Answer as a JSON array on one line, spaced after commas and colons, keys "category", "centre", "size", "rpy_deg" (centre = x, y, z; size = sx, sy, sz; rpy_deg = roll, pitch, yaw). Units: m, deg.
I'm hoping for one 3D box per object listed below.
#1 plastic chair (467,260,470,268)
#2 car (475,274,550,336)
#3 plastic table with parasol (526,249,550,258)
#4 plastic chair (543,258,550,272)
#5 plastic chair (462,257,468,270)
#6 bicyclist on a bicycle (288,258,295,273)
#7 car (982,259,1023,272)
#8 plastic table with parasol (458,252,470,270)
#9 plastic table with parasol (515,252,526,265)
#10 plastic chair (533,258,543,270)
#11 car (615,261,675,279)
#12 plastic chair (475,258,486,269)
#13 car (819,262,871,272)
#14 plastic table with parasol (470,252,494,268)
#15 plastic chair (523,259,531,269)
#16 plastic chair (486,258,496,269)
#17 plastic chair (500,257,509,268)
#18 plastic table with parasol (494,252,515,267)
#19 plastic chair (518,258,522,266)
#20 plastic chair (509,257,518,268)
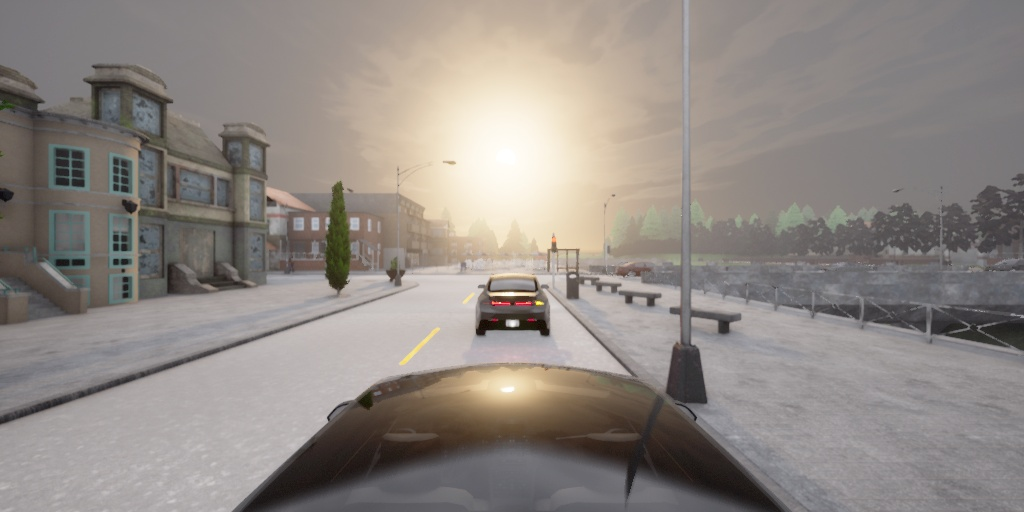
[{"category": "plastic chair", "centre": [-5.563, 1.219, 50.888], "size": [0.730, 1.272, 0.750], "rpy_deg": [0, 0, 0]}, {"category": "car", "centre": [0.034, 1.244, 10.388], "size": [1.837, 1.490, 4.892], "rpy_deg": [0, 0, 1]}, {"category": "plastic table with parasol", "centre": [3.577, 0.616, 50.059], "size": [2.482, 2.480, 2.482], "rpy_deg": [0, 0, 0]}, {"category": "plastic chair", "centre": [4.837, 1.220, 49.889], "size": [0.730, 1.272, 0.750], "rpy_deg": [0, 0, 0]}, {"category": "plastic chair", "centre": [-7.060, 1.213, 56.220], "size": [0.750, 1.272, 0.730], "rpy_deg": [0, 0, -1]}, {"category": "bicyclist on a bicycle", "centre": [-24.193, 1.053, 39.179], "size": [0.582, 1.620, 1.656], "rpy_deg": [0, 0, 0]}, {"category": "car", "centre": [49.008, 1.015, 34.901], "size": [4.892, 1.490, 1.837], "rpy_deg": [0, 0, 0]}, {"category": "plastic table with parasol", "centre": [-7.134, 0.607, 57.398], "size": [2.482, 2.480, 2.482], "rpy_deg": [0, 0, 0]}, {"category": "plastic table with parasol", "centre": [1.155, 0.598, 65.399], "size": [2.482, 2.480, 2.482], "rpy_deg": [0, 0, 0]}, {"category": "plastic chair", "centre": [3.437, 1.222, 48.789], "size": [0.750, 1.272, 0.730], "rpy_deg": [0, 0, 0]}, {"category": "car", "centre": [11.519, 1.192, 31.007], "size": [5.008, 1.535, 1.882], "rpy_deg": [0, 0, 2]}, {"category": "plastic chair", "centre": [-4.363, 1.221, 49.588], "size": [0.750, 1.272, 0.730], "rpy_deg": [0, 0, 0]}, {"category": "car", "centre": [32.349, 1.273, 34.991], "size": [4.181, 1.385, 1.994], "rpy_deg": [0, 0, 0]}, {"category": "plastic table with parasol", "centre": [-4.243, 0.615, 50.808], "size": [2.482, 2.480, 2.482], "rpy_deg": [0, 0, 0]}, {"category": "plastic chair", "centre": [2.237, 1.220, 50.089], "size": [0.730, 1.272, 0.750], "rpy_deg": [0, 0, 0]}, {"category": "plastic chair", "centre": [-2.963, 1.220, 50.688], "size": [0.730, 1.272, 0.750], "rpy_deg": [0, 0, 0]}, {"category": "plastic chair", "centre": [-1.264, 1.212, 56.588], "size": [0.750, 1.272, 0.730], "rpy_deg": [0, 0, 0]}, {"category": "plastic table with parasol", "centre": [-1.214, 0.607, 57.788], "size": [2.482, 2.480, 2.482], "rpy_deg": [0, 0, 0]}, {"category": "plastic chair", "centre": [1.039, 1.203, 64.220], "size": [0.750, 1.272, 0.730], "rpy_deg": [0, 0, -1]}, {"category": "plastic chair", "centre": [0.136, 1.211, 57.689], "size": [0.730, 1.272, 0.750], "rpy_deg": [0, 0, 0]}]
